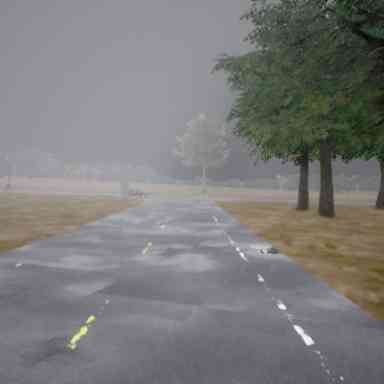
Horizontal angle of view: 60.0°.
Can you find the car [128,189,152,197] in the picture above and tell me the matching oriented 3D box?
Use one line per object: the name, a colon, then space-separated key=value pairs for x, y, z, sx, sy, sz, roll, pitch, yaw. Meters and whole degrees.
car: x=-10.060 y=0.161 z=60.609 sx=5.357 sy=1.411 sz=2.033 roll=3 pitch=1 yaw=1
